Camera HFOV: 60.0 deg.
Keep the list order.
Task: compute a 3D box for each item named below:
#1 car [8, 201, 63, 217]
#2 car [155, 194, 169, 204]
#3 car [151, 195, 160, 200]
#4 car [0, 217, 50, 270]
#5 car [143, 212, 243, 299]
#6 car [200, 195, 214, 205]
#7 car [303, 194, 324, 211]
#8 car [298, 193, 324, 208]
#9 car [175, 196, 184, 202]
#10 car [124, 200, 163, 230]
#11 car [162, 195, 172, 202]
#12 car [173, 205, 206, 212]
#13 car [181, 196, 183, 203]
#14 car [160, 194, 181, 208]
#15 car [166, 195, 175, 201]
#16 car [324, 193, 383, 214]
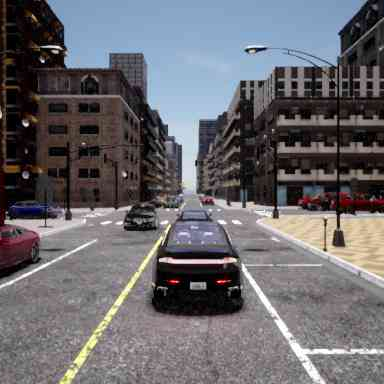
[{"bbox_3d":[-14.762,1.602,31.571,4.553,1.767,2.097,-1,0,0],"label":"car"},{"bbox_3d":[-5.613,1.331,62.646,2.192,1.841,5.009,0,0,0],"label":"car"},{"bbox_3d":[-5.627,1.576,51.281,1.947,1.339,4.313,0,0,0],"label":"car"},{"bbox_3d":[-5.730,1.581,9.258,1.802,1.307,4.206,0,0,0],"label":"car"},{"bbox_3d":[0.113,1.491,8.463,2.128,1.511,4.902,0,0,0],"label":"car"},{"bbox_3d":[2.760,1.453,56.955,1.967,1.590,4.097,0,0,0],"label":"car"},{"bbox_3d":[14.610,1.227,35.001,4.674,1.442,1.812,-1,0,0],"label":"car"},{"bbox_3d":[14.606,1.011,37.572,5.009,1.841,2.192,-1,1,0],"label":"car"},{"bbox_3d":[-2.902,1.565,79.098,2.033,1.411,5.357,0,0,0],"label":"car"},{"bbox_3d":[-3.079,1.504,21.157,1.837,1.490,4.892,2,0,-3],"label":"car"},{"bbox_3d":[-5.599,1.464,74.011,1.967,1.590,4.097,0,0,0],"label":"car"},{"bbox_3d":[0.120,1.563,17.078,1.994,1.385,4.181,0,0,0],"label":"car"},{"bbox_3d":[-3.008,1.614,58.161,1.895,1.301,4.718,0,0,0],"label":"car"},{"bbox_3d":[-3.006,1.361,48.228,2.097,1.767,4.553,0,0,0],"label":"car"},{"bbox_3d":[-5.585,1.473,85.377,1.967,1.590,4.097,0,0,0],"label":"car"},{"bbox_3d":[14.730,1.026,29.193,5.009,1.841,2.192,-1,1,0],"label":"car"}]
